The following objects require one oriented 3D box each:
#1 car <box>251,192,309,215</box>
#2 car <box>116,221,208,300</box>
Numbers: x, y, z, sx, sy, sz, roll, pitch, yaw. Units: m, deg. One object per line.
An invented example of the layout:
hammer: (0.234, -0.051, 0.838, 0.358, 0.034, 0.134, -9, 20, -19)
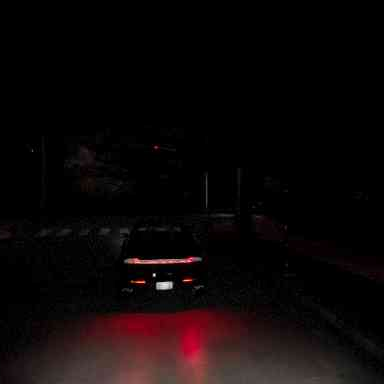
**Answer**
car: (8.359, 1.064, 31.315, 5.566, 2.045, 2.150, 0, 0, -12)
car: (-0.841, 1.492, 8.461, 2.128, 1.511, 4.902, 0, 0, -8)
